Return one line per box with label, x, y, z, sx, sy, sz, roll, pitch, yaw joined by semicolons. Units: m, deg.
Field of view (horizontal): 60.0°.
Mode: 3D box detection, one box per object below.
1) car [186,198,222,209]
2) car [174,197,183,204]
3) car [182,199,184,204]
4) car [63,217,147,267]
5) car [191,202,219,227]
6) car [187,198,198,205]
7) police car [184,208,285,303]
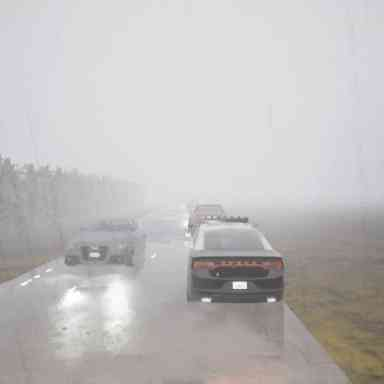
car;0.856;1.371;18.253;2.097;1.767;4.553;0;0;0
car;-2.628;1.746;68.723;1.837;1.490;4.892;0;-1;0
car;0.109;1.671;46.004;2.033;1.411;5.357;0;0;1
car;-2.728;1.571;11.300;1.994;1.385;4.181;0;0;0
car;0.868;1.542;24.282;1.837;1.490;4.892;0;0;0
car;0.113;1.773;63.352;1.994;1.385;4.181;0;0;0
police car;0.840;1.429;8.391;1.930;1.638;5.238;0;0;0
